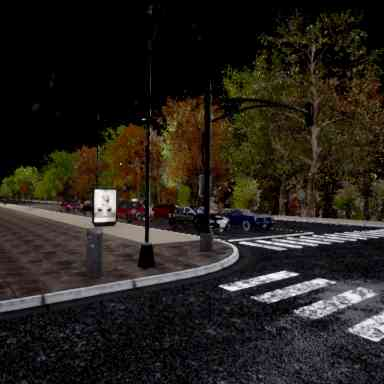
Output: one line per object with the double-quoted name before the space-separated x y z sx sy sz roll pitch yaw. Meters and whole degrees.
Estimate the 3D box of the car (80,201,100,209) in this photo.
"car" -17.848 2.203 57.970 1.895 1.301 4.718 1 -1 -35

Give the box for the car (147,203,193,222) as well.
"car" -2.034 1.750 29.226 1.812 1.442 4.674 1 -1 -35

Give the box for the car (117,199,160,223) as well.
"car" -4.921 1.537 27.692 2.097 1.767 4.553 1 -1 -35

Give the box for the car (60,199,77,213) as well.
"car" -15.727 1.732 43.378 2.097 1.767 4.553 1 -1 -34

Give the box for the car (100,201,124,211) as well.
"car" -11.975 2.023 49.530 1.812 1.442 4.674 1 -1 -34

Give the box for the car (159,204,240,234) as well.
"car" 0.298 1.582 20.120 2.128 1.511 4.902 1 -1 -34

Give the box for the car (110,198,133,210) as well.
"car" -11.590 1.935 54.713 2.097 1.767 4.553 1 -1 -34

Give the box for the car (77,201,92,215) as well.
"car" -10.125 1.770 35.222 2.128 1.511 4.902 1 -1 -35

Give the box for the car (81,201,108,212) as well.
"car" -13.557 1.980 45.958 2.033 1.411 5.357 1 -1 -34

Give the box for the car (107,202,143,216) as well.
"car" -7.559 1.871 37.220 2.033 1.411 5.357 1 -1 -35

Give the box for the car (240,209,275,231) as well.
"car" 3.121 1.732 21.771 1.895 1.301 4.718 1 -1 -35
